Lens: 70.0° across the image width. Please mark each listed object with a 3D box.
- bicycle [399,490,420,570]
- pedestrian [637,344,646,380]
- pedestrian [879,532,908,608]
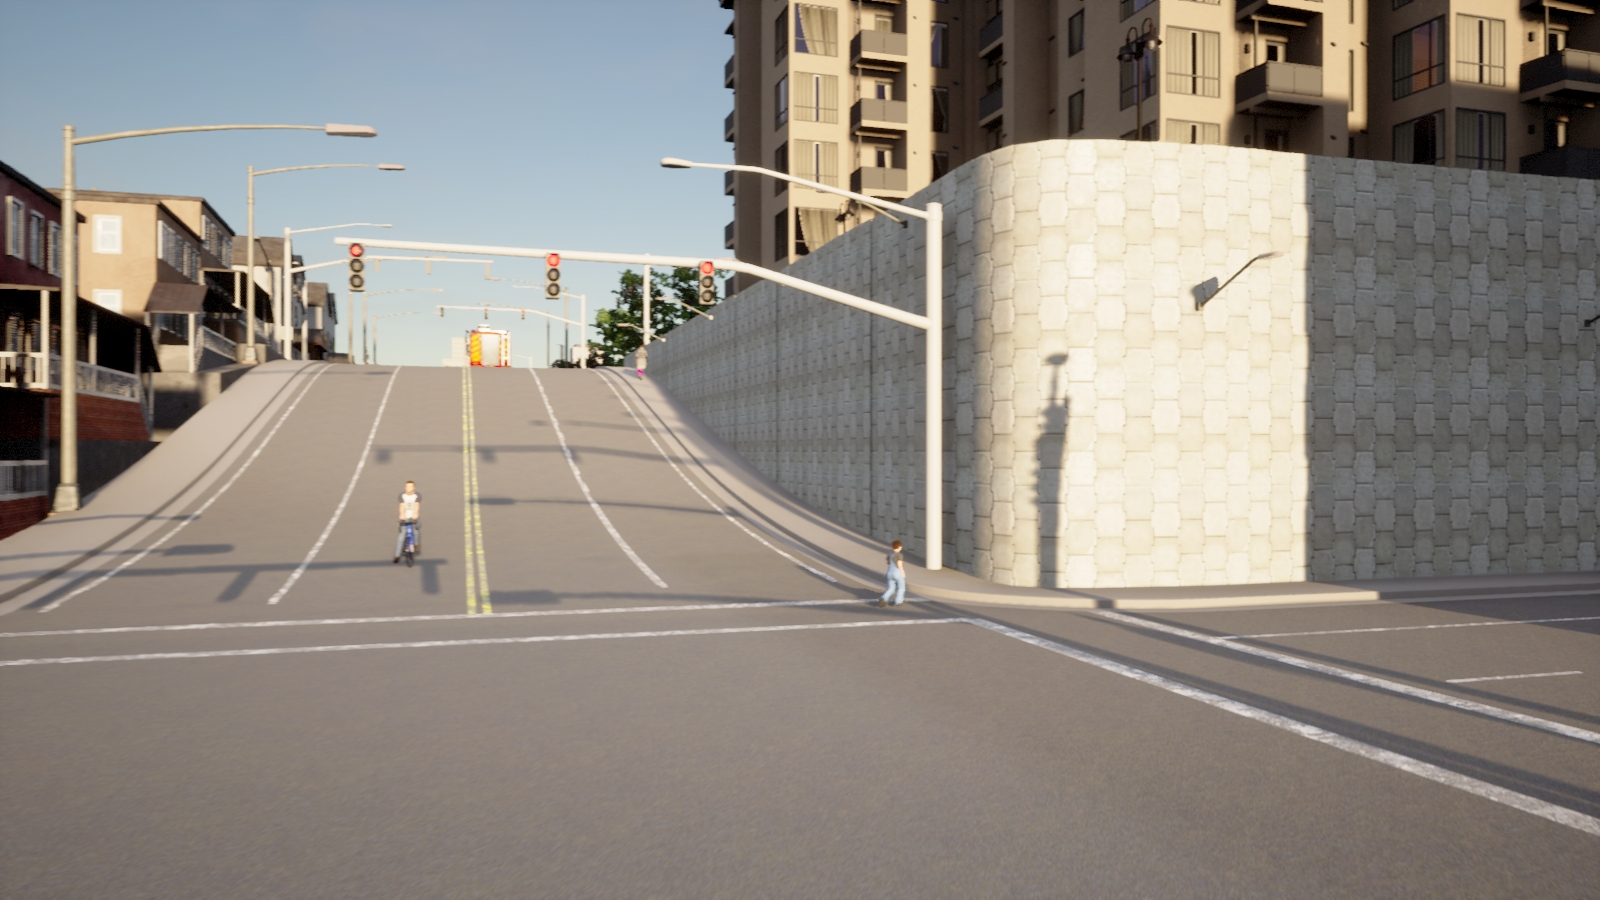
[{"bbox_3d":[-8.470,1.710,24.805,0.373,1.521,1.643,0,4,-17],"label":"bicycle"},{"bbox_3d":[-8.307,-4.627,59.854,0.375,1.860,0.375,0,0,-16],"label":"pedestrian"},{"bbox_3d":[1.669,2.131,20.376,0.375,1.300,0.375,0,0,40],"label":"pedestrian"}]
